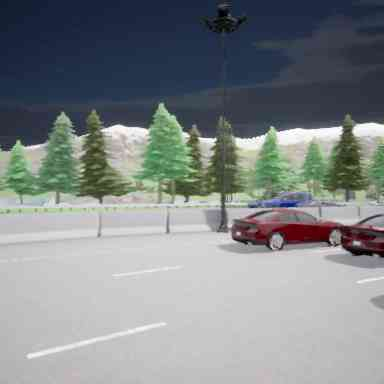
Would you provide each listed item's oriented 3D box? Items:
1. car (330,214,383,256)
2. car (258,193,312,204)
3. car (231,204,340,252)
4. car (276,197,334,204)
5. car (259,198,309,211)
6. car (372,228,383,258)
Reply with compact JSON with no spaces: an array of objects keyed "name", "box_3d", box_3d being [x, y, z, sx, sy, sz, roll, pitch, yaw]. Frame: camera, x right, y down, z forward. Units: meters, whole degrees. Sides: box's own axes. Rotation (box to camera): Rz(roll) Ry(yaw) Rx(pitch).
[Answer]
[{"name":"car","box_3d":[7.414,1.457,11.409,5.008,1.535,1.882,0,0,-24]},{"name":"car","box_3d":[8.668,1.126,30.690,5.566,2.045,2.150,0,0,-17]},{"name":"car","box_3d":[3.994,1.434,13.685,5.008,1.535,1.882,0,0,-26]},{"name":"car","box_3d":[9.866,1.414,27.354,4.902,1.511,2.128,0,0,-17]},{"name":"car","box_3d":[10.644,1.427,38.519,5.357,1.411,2.033,0,0,-15]},{"name":"car","box_3d":[6.220,1.519,7.036,4.674,1.442,1.812,0,0,-27]}]
